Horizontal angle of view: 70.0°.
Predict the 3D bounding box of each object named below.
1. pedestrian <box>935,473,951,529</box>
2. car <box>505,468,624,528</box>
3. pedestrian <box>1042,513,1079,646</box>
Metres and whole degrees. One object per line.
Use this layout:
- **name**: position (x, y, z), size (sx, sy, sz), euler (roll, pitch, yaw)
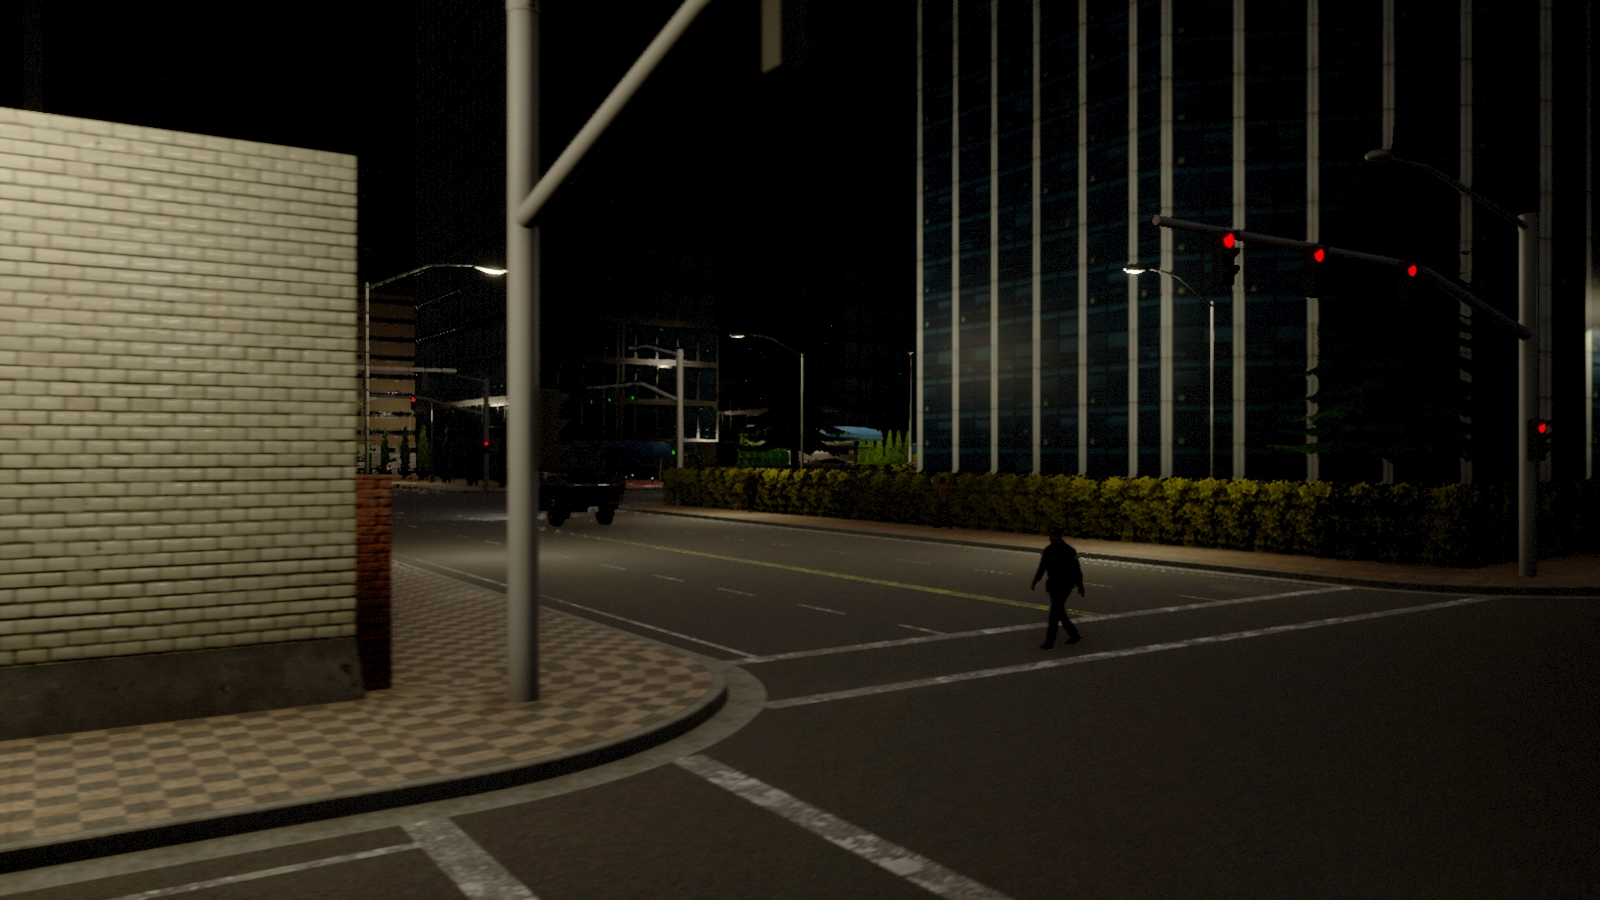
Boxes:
- **pedestrian**: position (4.852, 1.721, 38.844), size (0.375, 1.860, 0.375), euler (0, 0, -35)
- **car**: position (-9.325, 1.783, 44.680), size (2.390, 2.098, 6.274), euler (0, 0, -34)
- **pedestrian**: position (3.766, 1.860, 16.523), size (0.375, 1.860, 0.375), euler (0, 0, -40)
